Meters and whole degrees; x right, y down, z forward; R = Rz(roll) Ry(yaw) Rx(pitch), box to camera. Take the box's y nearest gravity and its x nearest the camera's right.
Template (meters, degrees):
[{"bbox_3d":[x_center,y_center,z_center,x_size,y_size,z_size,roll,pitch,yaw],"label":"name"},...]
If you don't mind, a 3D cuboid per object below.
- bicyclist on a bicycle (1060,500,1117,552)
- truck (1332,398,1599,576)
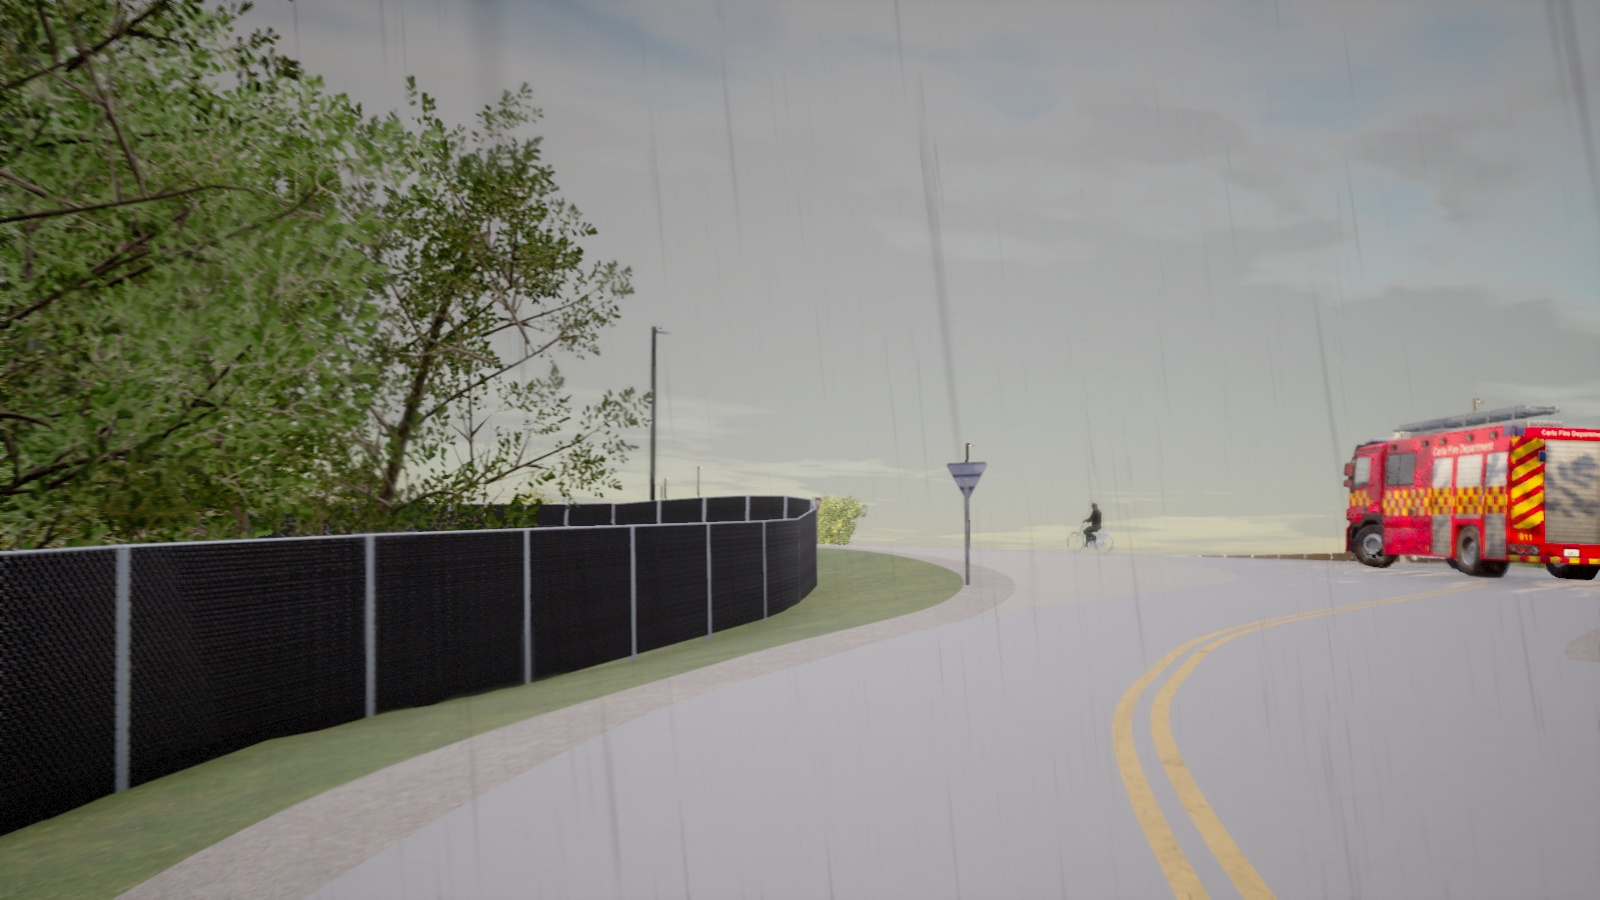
[{"bbox_3d":[10.106,2.666,44.032,1.843,1.776,0.659,-2,-5,44],"label":"bicyclist on a bicycle"},{"bbox_3d":[16.659,1.058,31.654,2.891,3.827,8.468,2,-3,0],"label":"truck"}]
